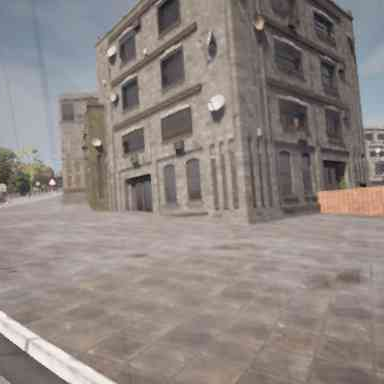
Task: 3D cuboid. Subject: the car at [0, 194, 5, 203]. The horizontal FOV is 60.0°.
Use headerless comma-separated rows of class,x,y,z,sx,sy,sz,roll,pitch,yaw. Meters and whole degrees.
car,-29.310,1.004,49.016,1.837,1.490,4.892,-4,3,-9
